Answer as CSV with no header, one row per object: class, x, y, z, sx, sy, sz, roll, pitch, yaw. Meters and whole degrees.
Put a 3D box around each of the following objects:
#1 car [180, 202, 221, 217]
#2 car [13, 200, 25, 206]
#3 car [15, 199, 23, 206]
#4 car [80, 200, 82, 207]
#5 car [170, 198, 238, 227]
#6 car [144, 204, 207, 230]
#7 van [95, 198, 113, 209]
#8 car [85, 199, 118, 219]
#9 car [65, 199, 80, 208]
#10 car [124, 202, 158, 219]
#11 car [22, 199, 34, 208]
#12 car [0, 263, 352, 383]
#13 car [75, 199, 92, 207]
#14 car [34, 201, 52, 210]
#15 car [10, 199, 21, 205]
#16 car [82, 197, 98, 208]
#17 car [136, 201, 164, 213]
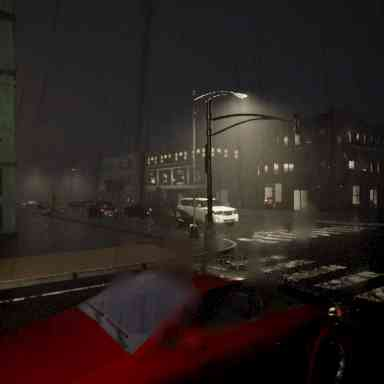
car,0.801,1.810,34.947,2.008,1.369,4.403,-2,0,-36
car,-41.425,2.547,79.603,2.008,1.369,4.403,-1,0,-36
car,-38.208,2.380,75.099,1.967,1.590,4.097,-1,0,-36
car,-18.519,1.940,61.963,2.192,1.841,5.009,-1,0,-36
car,0.956,1.443,24.784,2.150,2.045,5.566,-1,0,-35
car,-1.262,1.815,23.215,1.947,1.339,4.313,-2,0,-36
van,-15.299,1.907,57.460,1.690,1.788,3.998,-1,0,-36
car,-9.237,1.846,34.574,1.967,1.590,4.097,-1,0,-36
car,-21.453,2.230,61.637,1.994,1.385,4.181,-1,0,-36
car,-4.995,1.886,33.112,2.033,1.411,5.357,-1,0,-36
car,-31.768,2.376,66.094,2.008,1.369,4.403,-1,0,-36
car,-0.150,1.563,3.583,4.181,1.385,1.994,0,0,-36
car,-21.733,2.227,66.466,1.887,1.381,4.507,-1,0,-36
car,-25.231,2.232,56.950,1.752,1.417,4.829,-1,0,-36
car,-44.644,2.597,84.104,1.887,1.381,4.507,-1,0,-36
car,-15.393,2.032,53.157,1.882,1.535,5.008,-1,0,-35
car,-5.636,1.966,43.952,1.802,1.307,4.206,-2,0,-36
